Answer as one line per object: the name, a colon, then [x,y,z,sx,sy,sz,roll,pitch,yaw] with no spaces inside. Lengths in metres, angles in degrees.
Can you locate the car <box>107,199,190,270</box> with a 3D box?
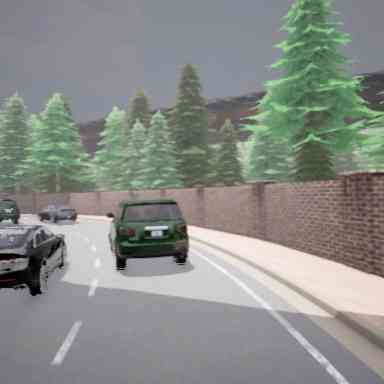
car: [-1.699,1.273,11.676,2.150,2.045,5.566,-1,-1,-16]

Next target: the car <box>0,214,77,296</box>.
car: [-4.572,1.616,8.762,2.128,1.511,4.902,-1,0,-12]

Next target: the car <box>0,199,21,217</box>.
car: [-16.355,1.663,27.775,5.566,2.045,2.150,-1,0,41]

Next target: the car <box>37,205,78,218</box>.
car: [-11.283,1.806,27.685,2.128,1.511,4.902,-1,0,-44]
